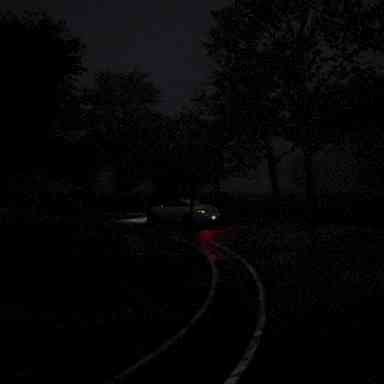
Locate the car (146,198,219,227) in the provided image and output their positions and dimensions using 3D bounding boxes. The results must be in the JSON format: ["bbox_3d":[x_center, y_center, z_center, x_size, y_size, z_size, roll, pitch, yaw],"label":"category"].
[{"bbox_3d":[-0.594,1.077,18.882,4.674,1.442,1.812,1,2,42],"label":"car"}]
